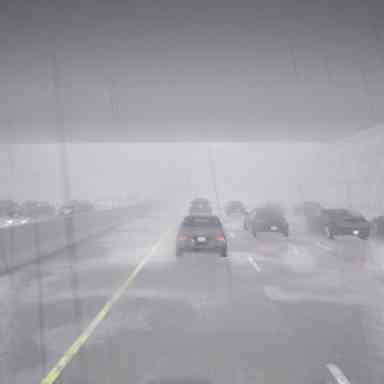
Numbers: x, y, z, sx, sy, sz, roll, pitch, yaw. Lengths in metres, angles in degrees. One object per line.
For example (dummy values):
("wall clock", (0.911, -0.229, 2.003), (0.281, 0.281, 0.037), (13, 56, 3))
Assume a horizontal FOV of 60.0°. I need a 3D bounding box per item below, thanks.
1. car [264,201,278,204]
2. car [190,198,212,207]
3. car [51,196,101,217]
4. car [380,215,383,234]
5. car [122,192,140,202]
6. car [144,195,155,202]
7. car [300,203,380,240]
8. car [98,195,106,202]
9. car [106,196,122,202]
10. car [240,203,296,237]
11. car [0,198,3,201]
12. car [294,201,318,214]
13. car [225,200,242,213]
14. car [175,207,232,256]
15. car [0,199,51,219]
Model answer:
("car", (7.853, 1.634, 33.390), (1.994, 1.385, 4.181), (1, 0, 1))
("car", (0.830, 1.359, 32.456), (2.097, 1.767, 4.553), (1, 0, 1))
("car", (-9.952, 1.403, 29.009), (2.128, 1.511, 4.902), (1, 0, 1))
("car", (10.962, 1.603, 16.862), (1.837, 1.490, 4.892), (1, 0, 1))
("car", (-12.369, 1.089, 69.392), (2.150, 2.045, 5.566), (1, 0, 1))
("car", (-8.872, 1.395, 69.337), (1.837, 1.490, 4.892), (1, 0, 1))
("car", (7.475, 1.571, 17.449), (1.837, 1.490, 4.892), (1, 0, 1))
("car", (-19.348, 1.340, 70.426), (1.994, 1.385, 4.181), (1, 0, 1))
("car", (-15.871, 1.428, 69.477), (1.895, 1.301, 4.718), (1, 0, 1))
("car", (3.994, 1.561, 18.260), (1.812, 1.442, 4.674), (1, 0, 1))
("car", (-16.951, 1.353, 29.124), (1.837, 1.490, 4.892), (1, 0, 1))
("car", (11.337, 1.606, 32.679), (1.837, 1.490, 4.892), (1, 0, 1))
("car", (4.352, 1.565, 33.854), (1.812, 1.442, 4.674), (1, 0, 1))
("car", (0.369, 1.551, 13.055), (2.033, 1.411, 5.357), (1, 0, 1))
("car", (-13.474, 1.427, 28.269), (2.033, 1.411, 5.357), (1, 0, 1))
